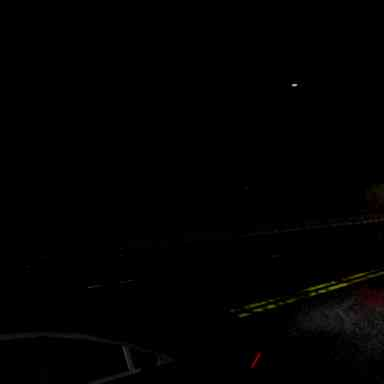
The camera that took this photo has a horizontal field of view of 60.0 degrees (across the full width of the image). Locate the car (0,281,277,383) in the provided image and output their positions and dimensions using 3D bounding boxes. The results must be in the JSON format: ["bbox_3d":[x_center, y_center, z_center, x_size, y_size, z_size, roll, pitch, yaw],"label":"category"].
[{"bbox_3d":[-1.413,1.492,2.455,4.902,1.511,2.128,0,0,-36],"label":"car"}]
